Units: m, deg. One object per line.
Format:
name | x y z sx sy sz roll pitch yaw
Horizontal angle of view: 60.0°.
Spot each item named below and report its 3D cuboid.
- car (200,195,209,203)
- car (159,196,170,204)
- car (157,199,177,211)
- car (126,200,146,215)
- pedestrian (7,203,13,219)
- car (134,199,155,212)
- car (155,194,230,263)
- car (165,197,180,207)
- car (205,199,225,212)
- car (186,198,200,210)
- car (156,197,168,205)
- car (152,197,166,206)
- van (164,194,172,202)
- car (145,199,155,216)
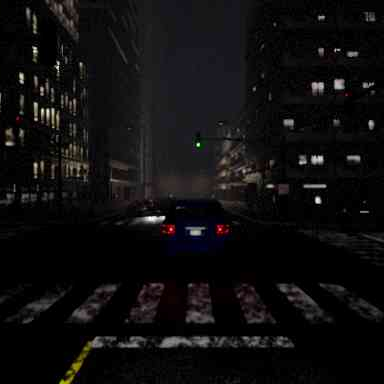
car | 2.718 1.512 73.997 1.967 1.590 4.097 -1 0 0
car | -5.664 1.611 68.347 1.887 1.381 4.507 -1 0 0
car | -3.039 1.587 41.917 2.033 1.411 5.357 0 0 0
car | -5.683 1.557 34.250 1.752 1.417 4.829 -1 0 0
pedestrian | -12.536 1.330 22.947 0.500 1.100 0.500 0 0 1
car | -5.680 1.603 40.074 1.947 1.339 4.313 -1 0 0
car | 0.105 1.235 12.146 2.150 2.045 5.566 0 0 0
car | -2.969 1.541 52.057 2.128 1.511 4.902 0 0 0
car | 2.700 1.588 40.069 2.008 1.369 4.403 -1 0 0
car | 0.126 1.568 44.884 1.812 1.442 4.674 0 0 0
car | -5.666 1.642 62.692 1.802 1.307 4.206 -1 0 0
car | -5.670 1.599 57.037 1.887 1.381 4.507 -1 0 0
van | -5.660 1.418 79.657 1.690 1.788 3.998 -1 0 0
car | -3.073 1.594 32.543 1.994 1.385 4.181 0 0 0
